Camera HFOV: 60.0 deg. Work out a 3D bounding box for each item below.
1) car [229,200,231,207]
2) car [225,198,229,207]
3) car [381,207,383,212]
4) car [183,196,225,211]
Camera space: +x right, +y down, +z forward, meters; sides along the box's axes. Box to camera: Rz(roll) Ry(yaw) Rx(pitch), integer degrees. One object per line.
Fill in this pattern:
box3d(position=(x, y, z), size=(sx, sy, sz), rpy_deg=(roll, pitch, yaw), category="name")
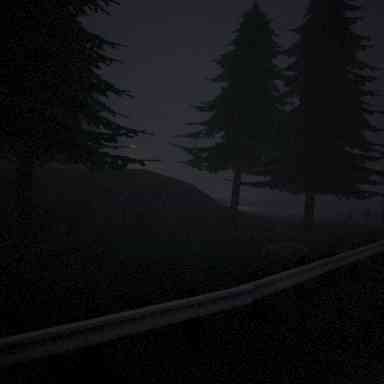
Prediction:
box3d(position=(4.509, 1.510, 50.723), size=(5.357, 1.411, 2.033), rpy_deg=(0, 0, 34), category="car")
box3d(position=(2.477, 1.563, 47.873), size=(4.718, 1.301, 1.895), rpy_deg=(0, 0, 34), category="car")
box3d(position=(18.923, 1.512, 28.364), size=(4.892, 1.490, 1.837), rpy_deg=(0, 0, 34), category="car")
box3d(position=(1.556, 1.320, 44.274), size=(4.553, 1.767, 2.097), rpy_deg=(0, 0, 34), category="car")
